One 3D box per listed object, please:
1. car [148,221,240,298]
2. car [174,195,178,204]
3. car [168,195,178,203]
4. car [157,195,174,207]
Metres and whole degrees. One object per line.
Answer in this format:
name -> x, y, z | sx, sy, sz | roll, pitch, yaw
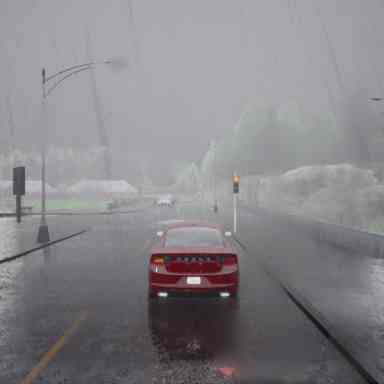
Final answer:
car -> 0.053, 1.478, 8.591 | 1.882, 1.535, 5.008 | 0, 0, 0
car -> -4.125, 1.526, 60.740 | 1.812, 1.442, 4.674 | 0, 0, 1
car -> -4.052, 1.500, 70.905 | 1.837, 1.490, 4.892 | 0, 0, 0
car -> -4.132, 1.526, 50.822 | 1.812, 1.442, 4.674 | 0, 0, 0
